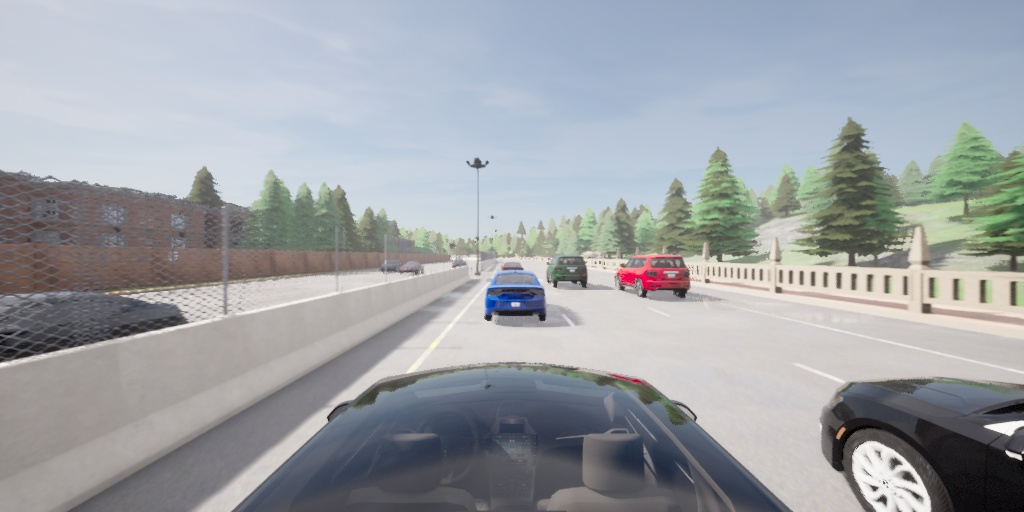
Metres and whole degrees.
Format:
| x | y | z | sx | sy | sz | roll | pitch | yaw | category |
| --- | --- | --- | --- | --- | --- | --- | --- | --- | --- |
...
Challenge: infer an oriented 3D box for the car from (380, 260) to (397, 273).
| x | y | z | sx | sy | sz | roll | pitch | yaw | category |
| --- | --- | --- | --- | --- | --- | --- | --- | --- | --- |
| -14.508 | 1.265 | 43.704 | 1.837 | 1.490 | 4.892 | 0 | -1 | -1 | car |

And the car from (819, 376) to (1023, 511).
| x | y | z | sx | sy | sz | roll | pitch | yaw | category |
| --- | --- | --- | --- | --- | --- | --- | --- | --- | --- |
| 3.599 | 1.255 | 1.105 | 1.837 | 1.490 | 4.892 | 0 | 0 | 0 | car |

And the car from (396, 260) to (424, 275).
| x | y | z | sx | sy | sz | roll | pitch | yaw | category |
| --- | --- | --- | --- | --- | --- | --- | --- | --- | --- |
| -10.878 | 1.283 | 39.379 | 1.812 | 1.442 | 4.674 | 0 | 0 | -2 | car |

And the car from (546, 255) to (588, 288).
| x | y | z | sx | sy | sz | roll | pitch | yaw | category |
| --- | --- | --- | --- | --- | --- | --- | --- | --- | --- |
| 3.593 | 0.975 | 24.097 | 2.150 | 2.045 | 5.566 | 0 | 0 | 0 | car |

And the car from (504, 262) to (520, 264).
| x | y | z | sx | sy | sz | roll | pitch | yaw | category |
| --- | --- | --- | --- | --- | --- | --- | --- | --- | --- |
| 0.012 | 1.233 | 31.030 | 1.882 | 1.535 | 5.008 | 0 | 0 | -1 | car |

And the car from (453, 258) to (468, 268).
| x | y | z | sx | sy | sz | roll | pitch | yaw | category |
| --- | --- | --- | --- | --- | --- | --- | --- | --- | --- |
| -7.751 | 1.323 | 53.966 | 1.994 | 1.385 | 4.181 | 0 | 0 | -1 | car |

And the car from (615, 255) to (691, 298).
| x | y | z | sx | sy | sz | roll | pitch | yaw | category |
| --- | --- | --- | --- | --- | --- | --- | --- | --- | --- |
| 7.103 | 0.974 | 18.648 | 2.150 | 2.045 | 5.566 | 0 | 0 | 0 | car |

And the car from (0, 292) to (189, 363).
| x | y | z | sx | sy | sz | roll | pitch | yaw | category |
| --- | --- | --- | --- | --- | --- | --- | --- | --- | --- |
| -7.099 | 1.276 | 4.974 | 1.812 | 1.442 | 4.674 | 0 | 0 | 0 | car |

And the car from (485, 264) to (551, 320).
| x | y | z | sx | sy | sz | roll | pitch | yaw | category |
| --- | --- | --- | --- | --- | --- | --- | --- | --- | --- |
| 0.113 | 1.230 | 12.673 | 1.882 | 1.535 | 5.008 | 0 | 0 | 0 | car |
